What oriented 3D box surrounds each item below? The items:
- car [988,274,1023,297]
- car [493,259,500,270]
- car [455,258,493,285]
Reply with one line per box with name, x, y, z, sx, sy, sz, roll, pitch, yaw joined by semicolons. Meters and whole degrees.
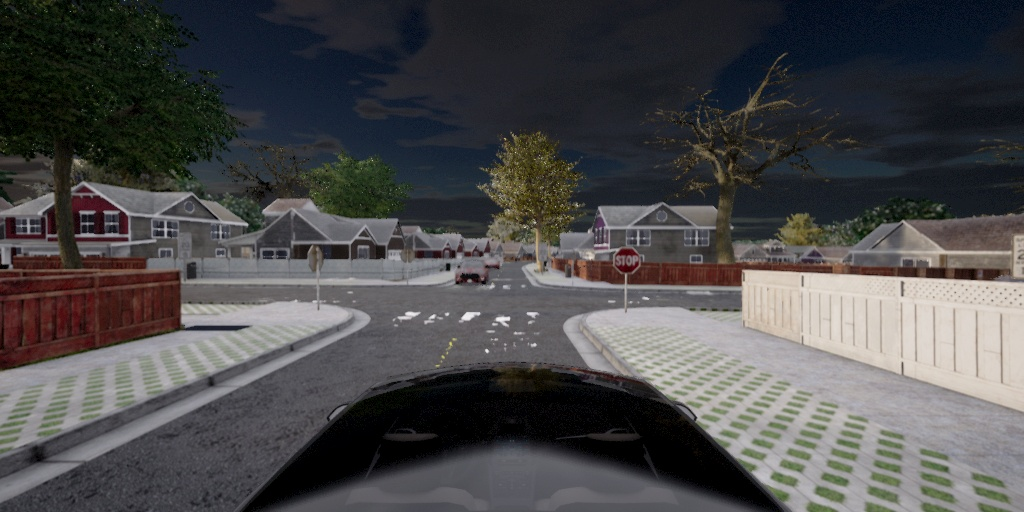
car;26.409;1.652;18.303;4.902;1.511;2.128;1;1;1
car;-2.718;1.167;49.938;1.882;1.535;5.008;0;0;0
car;-2.746;1.052;25.535;2.097;1.767;4.553;0;0;0
